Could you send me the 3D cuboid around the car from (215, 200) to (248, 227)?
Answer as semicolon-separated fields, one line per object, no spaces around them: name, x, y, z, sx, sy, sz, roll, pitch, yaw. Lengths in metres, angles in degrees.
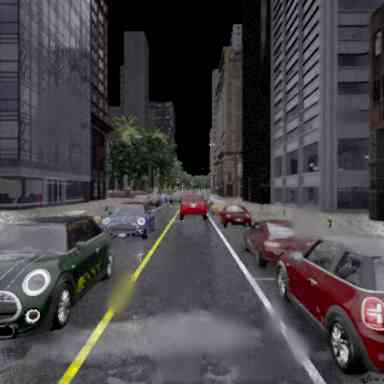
car;2.763;1.497;21.898;1.887;1.381;4.507;0;0;0

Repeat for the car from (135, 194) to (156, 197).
car;-5.760;1.236;38.184;2.192;1.841;5.009;0;0;0

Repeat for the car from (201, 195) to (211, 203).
car;2.771;1.408;65.468;1.752;1.417;4.829;0;0;0

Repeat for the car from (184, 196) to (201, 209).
car;0.077;1.403;45.414;2.128;1.511;4.902;0;0;0

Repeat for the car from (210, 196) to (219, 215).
car;2.765;1.456;32.918;1.752;1.417;4.829;0;0;0

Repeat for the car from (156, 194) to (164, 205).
car;-5.758;1.219;49.036;2.192;1.841;5.009;0;0;0

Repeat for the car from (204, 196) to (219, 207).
car;2.767;1.345;49.023;1.967;1.590;4.097;0;0;0

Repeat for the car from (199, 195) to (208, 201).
car;2.774;1.424;81.574;1.947;1.339;4.313;0;0;0

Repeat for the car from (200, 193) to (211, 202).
car;2.771;1.190;70.723;2.192;1.841;5.009;0;0;0

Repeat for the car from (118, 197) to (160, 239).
car;-3.082;1.313;17.042;2.097;1.767;4.553;0;0;0

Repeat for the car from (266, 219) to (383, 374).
car;2.760;1.427;5.623;1.967;1.590;4.097;0;0;0

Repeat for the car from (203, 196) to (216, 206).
car;2.768;1.442;54.448;1.887;1.381;4.507;0;0;0

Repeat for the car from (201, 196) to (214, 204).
car;2.770;1.441;59.873;2.008;1.369;4.403;0;0;0

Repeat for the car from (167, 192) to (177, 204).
car;-3.005;1.109;62.545;2.150;2.045;5.566;0;0;0

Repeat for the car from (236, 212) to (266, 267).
car;2.761;1.557;11.048;1.802;1.307;4.206;0;0;0

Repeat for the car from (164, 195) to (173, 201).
car;-5.751;1.439;81.594;1.802;1.307;4.206;0;0;0

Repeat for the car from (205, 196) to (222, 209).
car;2.766;1.353;43.598;1.967;1.590;4.097;0;0;0

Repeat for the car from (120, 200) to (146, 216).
car;-5.760;1.512;32.759;1.802;1.307;4.206;0;0;0

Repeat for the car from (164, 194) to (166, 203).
car;-5.756;1.441;54.462;1.887;1.381;4.507;0;0;0

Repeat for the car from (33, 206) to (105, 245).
car;-5.763;1.488;16.310;1.752;1.417;4.829;0;0;0

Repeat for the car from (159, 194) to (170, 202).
car;-5.754;1.314;70.741;1.967;1.590;4.097;0;0;0

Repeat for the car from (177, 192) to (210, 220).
car;0.104;1.162;27.919;2.150;2.045;5.566;0;0;0

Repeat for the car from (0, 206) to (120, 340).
car;-3.096;1.336;6.837;2.097;1.767;4.553;0;0;0
